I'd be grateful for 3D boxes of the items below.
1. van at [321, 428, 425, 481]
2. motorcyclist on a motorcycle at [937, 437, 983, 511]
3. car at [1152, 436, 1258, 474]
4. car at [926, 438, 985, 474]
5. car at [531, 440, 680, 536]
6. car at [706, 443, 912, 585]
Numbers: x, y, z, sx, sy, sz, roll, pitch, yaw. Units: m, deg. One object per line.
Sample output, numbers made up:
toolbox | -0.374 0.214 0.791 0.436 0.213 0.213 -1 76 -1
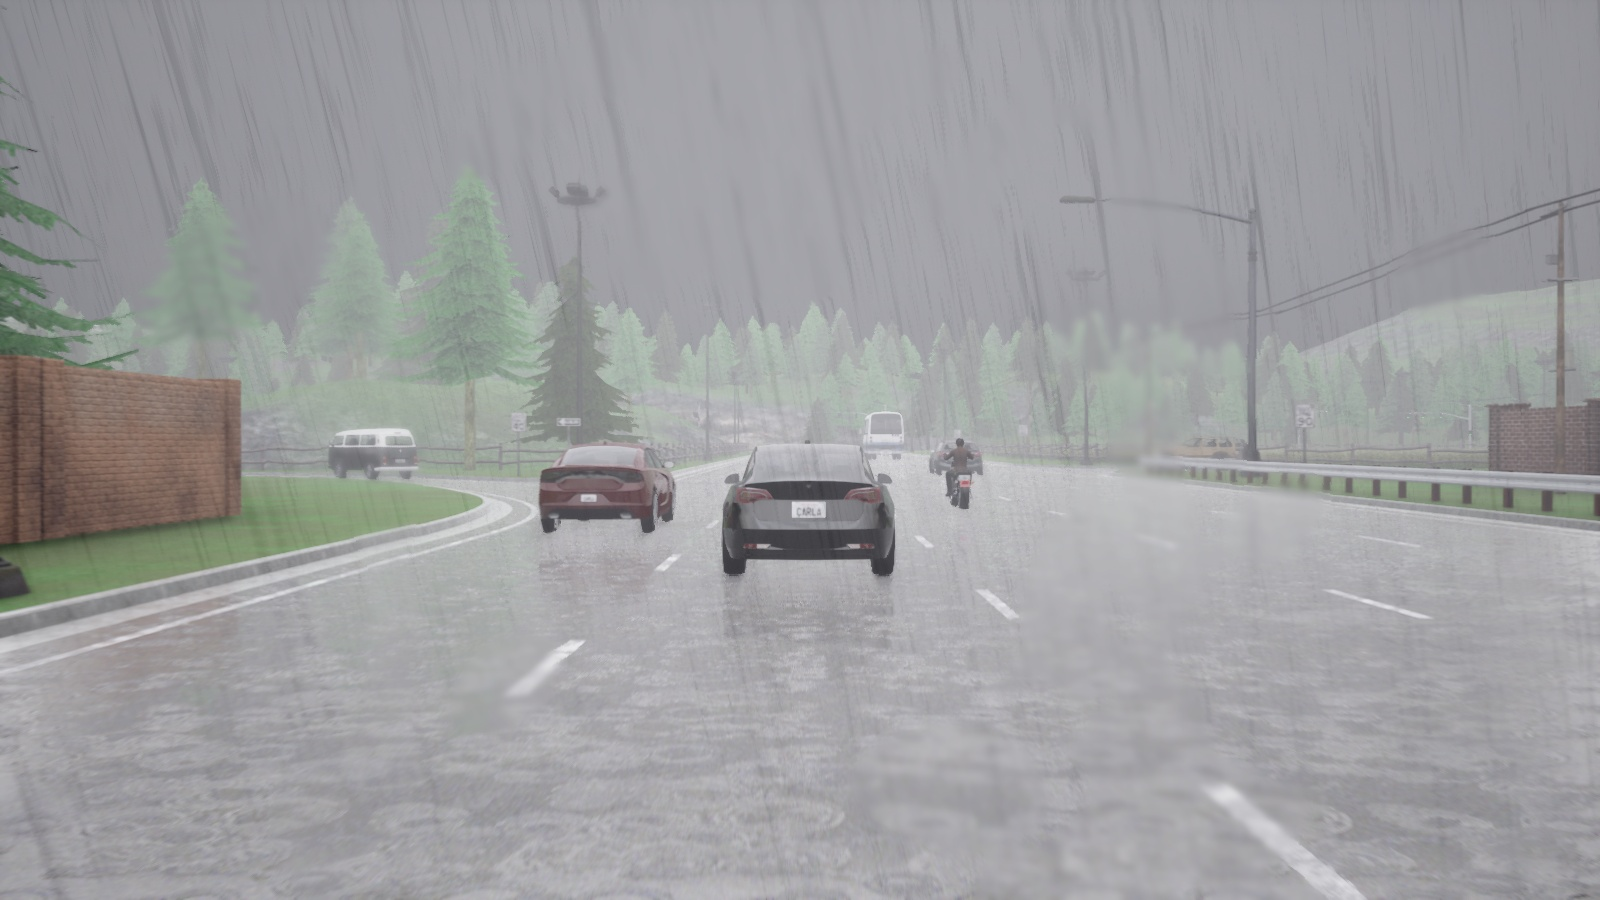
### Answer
van | -17.237 0.171 50.616 4.480 2.038 2.069 0 0 42
motorcyclist on a motorcycle | 3.680 0.536 29.091 0.766 1.649 2.350 0 0 0
car | 20.066 0.228 62.317 4.605 1.855 1.932 0 0 43
car | 7.352 0.261 59.715 2.242 1.667 4.611 0 0 0
car | -3.357 0.594 22.602 1.882 1.535 5.008 0 0 0
car | 0.104 0.658 15.602 2.163 1.488 4.792 0 0 0
